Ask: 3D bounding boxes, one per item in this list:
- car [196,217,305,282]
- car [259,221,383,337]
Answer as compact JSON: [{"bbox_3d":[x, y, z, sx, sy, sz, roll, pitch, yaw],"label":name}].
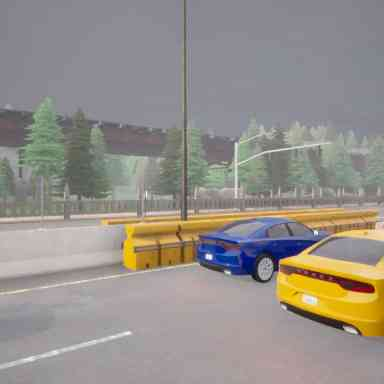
[{"bbox_3d":[2.438,1.478,9.793,5.008,1.535,1.882,0,0,-36],"label":"car"},{"bbox_3d":[3.799,1.478,6.464,5.008,1.535,1.882,0,0,-35],"label":"car"}]
